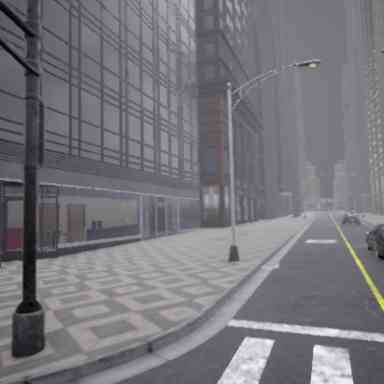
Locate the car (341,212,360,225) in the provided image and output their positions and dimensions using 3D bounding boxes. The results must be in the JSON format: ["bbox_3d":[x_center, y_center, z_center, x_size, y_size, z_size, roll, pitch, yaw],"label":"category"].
[{"bbox_3d":[18.861,3.144,39.473,1.812,1.442,4.674,-3,-3,22],"label":"car"}]

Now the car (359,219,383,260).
[{"bbox_3d":[8.972,2.099,14.741,2.033,1.411,5.357,-3,-3,21],"label":"car"}]
